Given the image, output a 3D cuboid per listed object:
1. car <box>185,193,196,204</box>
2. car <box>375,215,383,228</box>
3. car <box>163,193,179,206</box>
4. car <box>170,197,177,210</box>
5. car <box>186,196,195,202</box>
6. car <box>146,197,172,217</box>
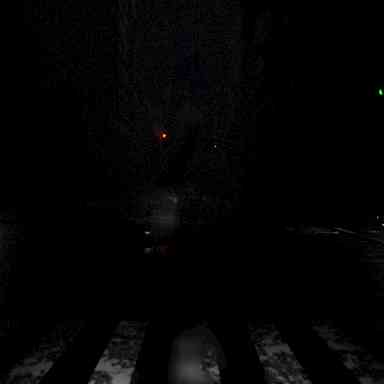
[{"bbox_3d":[-0.123,1.468,62.585,2.128,1.511,4.902,0,0,0],"label":"car"},{"bbox_3d":[13.487,1.648,19.612,4.718,1.301,1.895,0,1,0],"label":"car"},{"bbox_3d":[-3.287,1.201,52.158,2.150,2.045,5.566,0,0,0],"label":"car"},{"bbox_3d":[-3.263,1.584,41.567,1.895,1.301,4.718,0,0,0],"label":"car"},{"bbox_3d":[-0.244,1.570,73.033,1.895,1.301,4.718,0,0,0],"label":"car"},{"bbox_3d":[-3.222,1.512,31.607,1.812,1.442,4.674,0,0,-1],"label":"car"}]
